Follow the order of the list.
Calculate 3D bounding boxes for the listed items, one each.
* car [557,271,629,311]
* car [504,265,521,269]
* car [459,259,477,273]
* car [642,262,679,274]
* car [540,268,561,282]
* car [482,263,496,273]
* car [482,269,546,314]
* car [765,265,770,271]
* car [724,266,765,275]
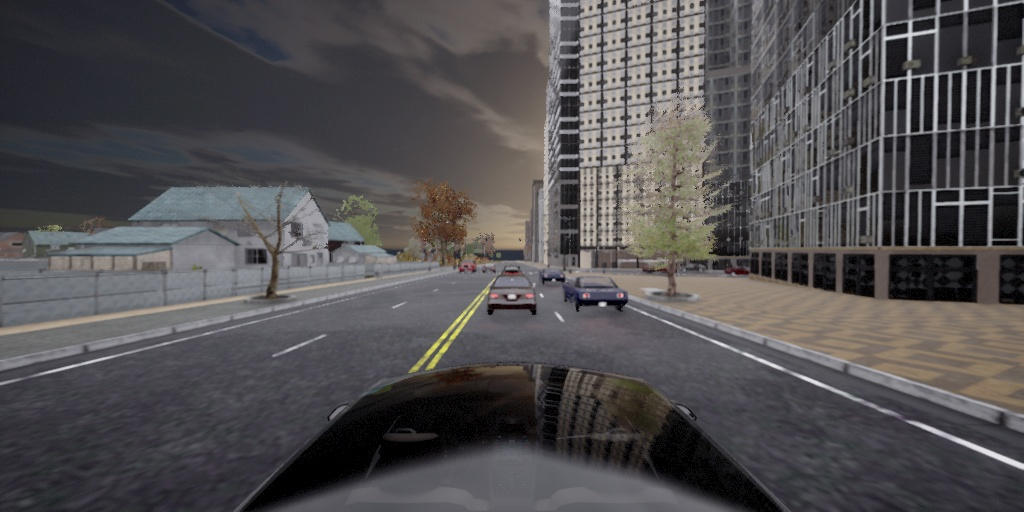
[{"bbox_3d":[3.269,1.474,15.100,1.895,1.301,4.718,0,-1,0],"label":"car"},{"bbox_3d":[0.022,1.526,30.376,1.837,1.490,4.892,0,0,0],"label":"car"},{"bbox_3d":[-6.508,1.479,53.340,2.150,2.045,5.566,0,-1,0],"label":"car"},{"bbox_3d":[23.014,1.929,56.369,5.009,1.841,2.192,0,0,20],"label":"car"},{"bbox_3d":[3.269,1.617,30.101,1.895,1.301,4.718,0,-1,0],"label":"car"},{"bbox_3d":[-3.270,1.764,51.984,1.812,1.442,4.674,0,-1,0],"label":"car"},{"bbox_3d":[0.012,1.413,14.346,2.033,1.411,5.357,0,-1,0],"label":"car"},{"bbox_3d":[38.983,2.006,50.520,5.009,1.841,2.192,0,0,20],"label":"car"},{"bbox_3d":[33.660,2.211,52.470,4.507,1.381,1.888,0,0,20],"label":"car"}]
